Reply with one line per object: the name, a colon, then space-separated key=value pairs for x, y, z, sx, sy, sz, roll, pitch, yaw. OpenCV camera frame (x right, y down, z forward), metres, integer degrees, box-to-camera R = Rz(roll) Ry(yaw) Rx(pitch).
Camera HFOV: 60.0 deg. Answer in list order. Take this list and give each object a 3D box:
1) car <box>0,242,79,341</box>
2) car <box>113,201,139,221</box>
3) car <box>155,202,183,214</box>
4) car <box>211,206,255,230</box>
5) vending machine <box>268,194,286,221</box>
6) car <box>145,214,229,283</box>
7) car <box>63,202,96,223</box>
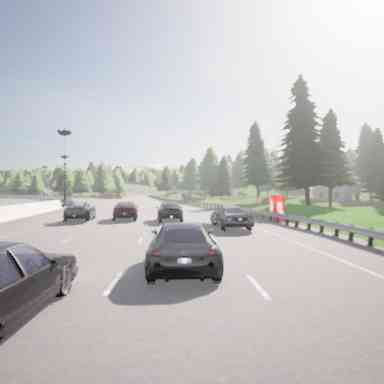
car: x=-3.548 y=1.562 z=5.530 sx=2.033 sy=1.411 sz=5.357 roll=0 pitch=0 yaw=-2
car: x=-5.535 y=1.526 z=28.014 sx=1.882 sy=1.535 sz=5.008 roll=0 pitch=0 yaw=-8
car: x=-1.793 y=1.544 z=26.475 sx=1.837 sy=1.490 sz=4.892 roll=0 pitch=0 yaw=-7
car: x=2.412 y=1.571 z=20.931 sx=2.033 sy=1.411 sz=5.357 roll=0 pitch=0 yaw=-6
vending machine: x=6.773 y=1.219 z=26.455 sx=1.100 sy=2.100 sz=0.880 roll=0 pitch=0 yaw=-7
car: x=-0.272 y=1.578 z=9.766 sx=1.994 sy=1.385 sz=4.181 roll=0 pitch=0 yaw=-3
car: x=-8.857 y=1.544 z=26.536 sx=2.128 sy=1.511 sz=4.902 roll=0 pitch=0 yaw=-7
